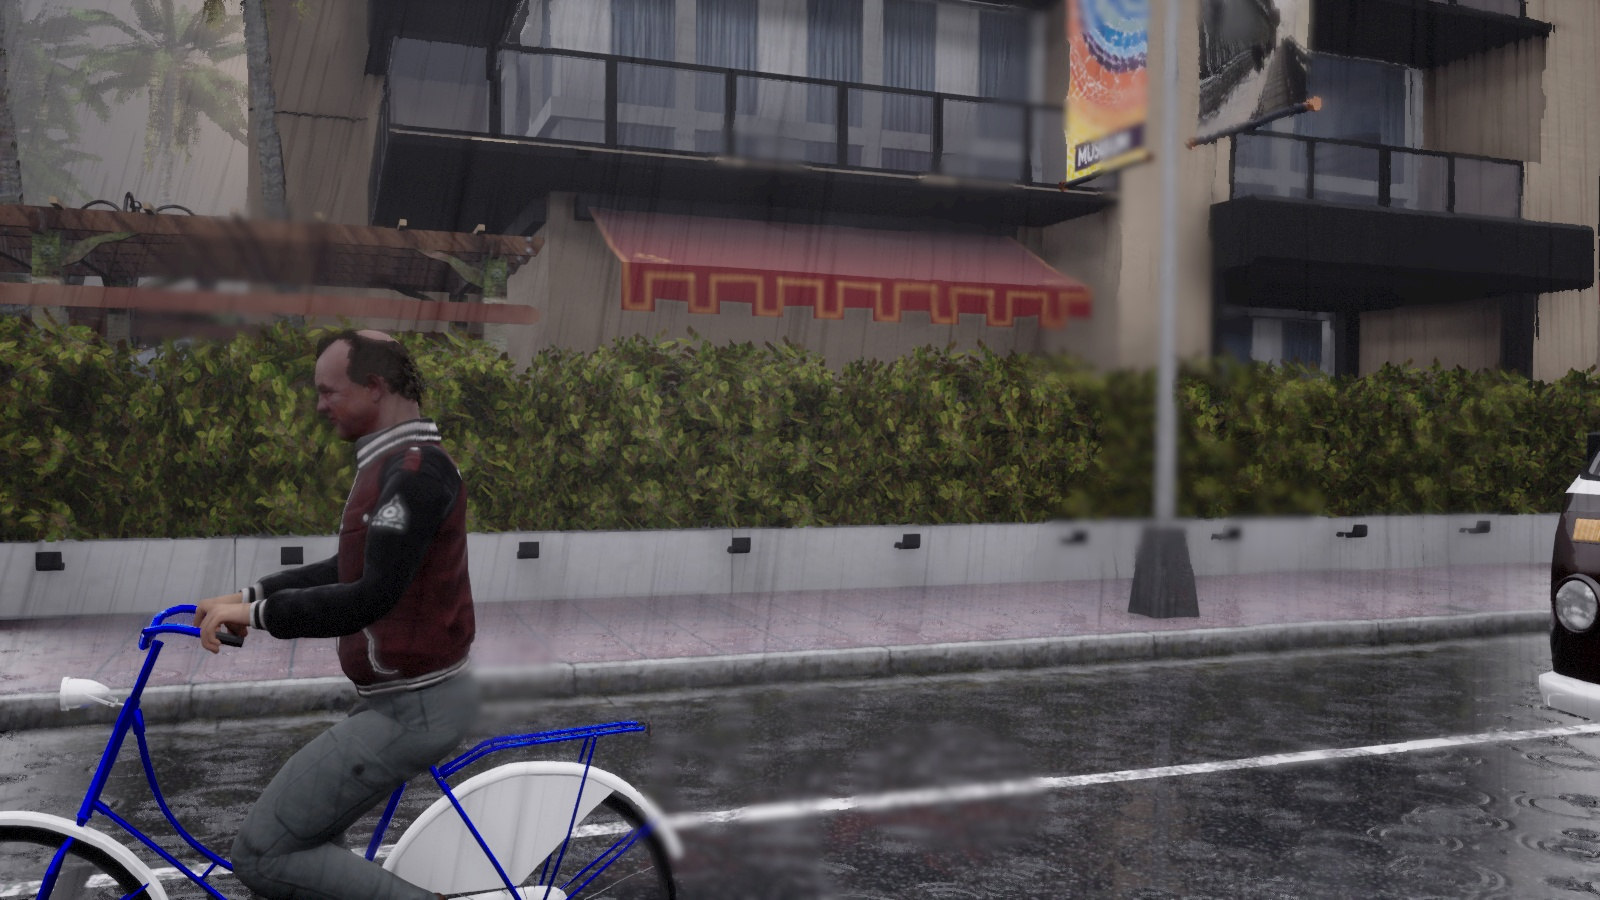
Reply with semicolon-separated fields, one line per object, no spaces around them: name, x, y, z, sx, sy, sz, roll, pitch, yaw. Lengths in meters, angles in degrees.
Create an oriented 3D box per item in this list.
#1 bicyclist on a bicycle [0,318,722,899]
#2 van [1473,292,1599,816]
bicyclist on a bicycle;-1.157;0.636;2.793;1.843;1.776;0.659;-1;1;-21
van;5.368;0.378;5.225;4.480;2.038;2.069;-1;1;-20
